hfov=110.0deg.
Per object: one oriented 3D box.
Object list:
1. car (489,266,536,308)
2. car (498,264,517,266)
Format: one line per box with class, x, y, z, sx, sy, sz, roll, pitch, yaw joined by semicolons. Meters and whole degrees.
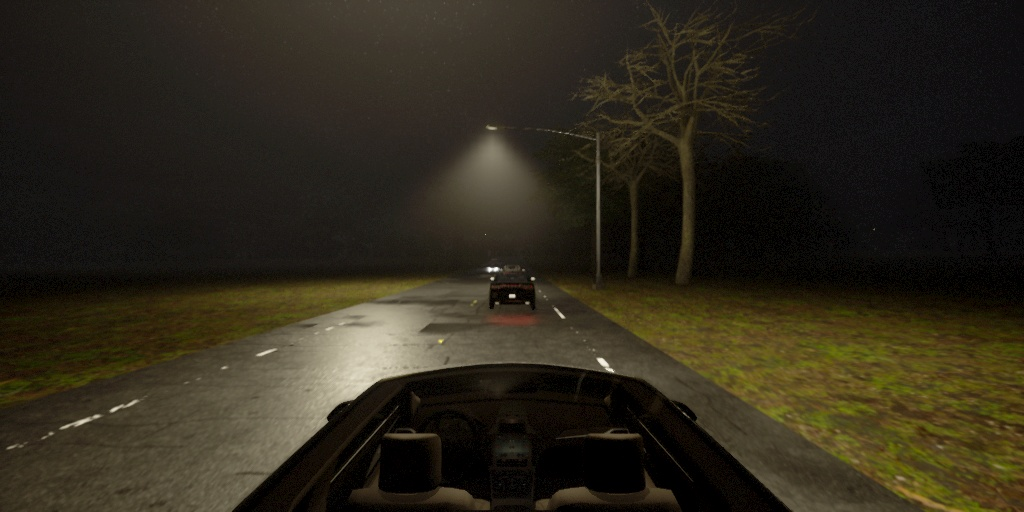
car;0.029;1.379;16.085;1.882;1.535;5.008;0;0;0
car;0.028;1.510;30.333;1.837;1.490;4.892;0;0;0
